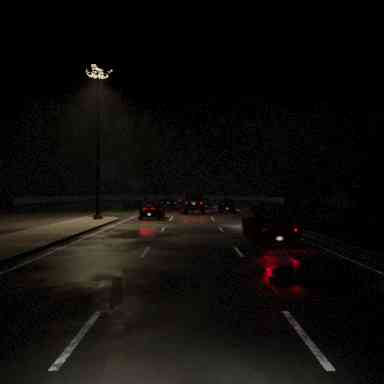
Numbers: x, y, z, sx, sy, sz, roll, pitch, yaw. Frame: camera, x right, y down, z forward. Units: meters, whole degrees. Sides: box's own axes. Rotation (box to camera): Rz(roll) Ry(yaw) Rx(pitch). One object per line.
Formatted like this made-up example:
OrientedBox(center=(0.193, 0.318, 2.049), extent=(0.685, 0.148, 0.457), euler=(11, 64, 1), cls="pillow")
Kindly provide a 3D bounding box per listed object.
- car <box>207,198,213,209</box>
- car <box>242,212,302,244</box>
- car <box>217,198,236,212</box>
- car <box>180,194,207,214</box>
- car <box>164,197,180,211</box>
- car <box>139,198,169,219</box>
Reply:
OrientedBox(center=(1.614, 1.492, 44.550), extent=(2.128, 1.511, 4.902), euler=(0, 0, 12), cls="car")
OrientedBox(center=(3.599, 1.601, 15.887), extent=(1.895, 1.301, 4.718), euler=(0, 0, 0), cls="car")
OrientedBox(center=(3.995, 1.504, 38.397), extent=(1.837, 1.490, 4.892), euler=(0, 0, 4), cls="car")
OrientedBox(center=(0.275, 1.221, 34.770), extent=(2.150, 2.045, 5.566), euler=(0, 0, 2), cls="car")
OrientedBox(center=(-2.507, 1.352, 41.765), extent=(2.097, 1.767, 4.553), euler=(0, 0, 9), cls="car")
OrientedBox(center=(-3.378, 1.505, 28.822), extent=(1.837, 1.490, 4.892), euler=(0, 0, 1), cls="car")
